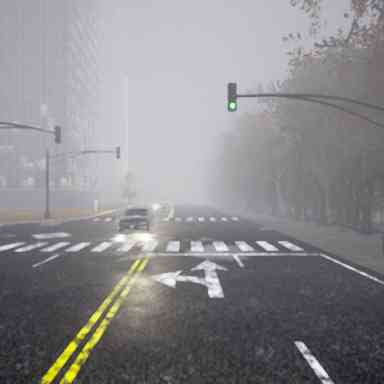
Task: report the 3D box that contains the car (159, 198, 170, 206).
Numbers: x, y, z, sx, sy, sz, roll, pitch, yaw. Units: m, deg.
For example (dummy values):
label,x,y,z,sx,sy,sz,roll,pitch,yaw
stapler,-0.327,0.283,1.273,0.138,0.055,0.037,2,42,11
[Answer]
label,x,y,z,sx,sy,sz,roll,pitch,yaw
car,-5.338,1.955,63.390,1.812,1.442,4.674,0,0,-4

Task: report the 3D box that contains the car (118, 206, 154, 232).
label,x,y,z,sx,sy,sz,roll,pitch,yaw
car,-3.483,1.721,21.369,1.837,1.490,4.892,0,0,-1
